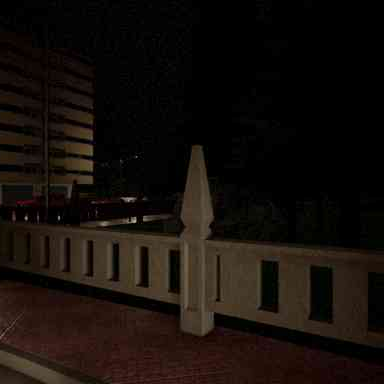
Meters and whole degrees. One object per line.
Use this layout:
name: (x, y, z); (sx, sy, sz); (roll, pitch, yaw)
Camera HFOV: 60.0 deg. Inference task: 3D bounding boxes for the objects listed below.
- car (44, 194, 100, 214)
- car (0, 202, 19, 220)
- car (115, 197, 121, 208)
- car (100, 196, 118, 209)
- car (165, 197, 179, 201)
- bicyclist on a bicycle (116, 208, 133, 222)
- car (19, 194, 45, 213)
car: (-12.071, 1.407, 33.699); (2.097, 1.767, 4.553); (0, 0, 29)
car: (-16.529, 1.547, 25.641); (2.128, 1.511, 4.902); (0, 0, 29)
car: (-7.161, 1.656, 42.544); (1.895, 1.301, 4.718); (0, 0, 29)
car: (-10.789, 1.408, 43.216); (2.097, 1.767, 4.553); (0, 0, 29)
car: (-3.334, 1.556, 56.498); (2.128, 1.511, 4.902); (0, 0, 29)
bicyclist on a bicycle: (-4.880, 1.356, 24.007); (1.656, 1.620, 0.582); (0, 0, 29)
car: (-15.532, 1.277, 34.668); (2.150, 2.045, 5.566); (0, 0, 29)
